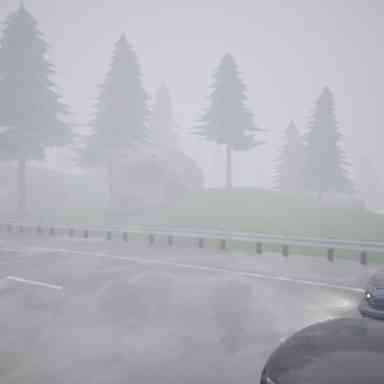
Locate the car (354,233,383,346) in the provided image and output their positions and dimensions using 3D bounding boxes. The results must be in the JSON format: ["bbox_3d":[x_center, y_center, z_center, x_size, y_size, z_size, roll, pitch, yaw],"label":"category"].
[{"bbox_3d":[5.249,1.537,4.352,5.357,1.411,2.033,0,0,36],"label":"car"}]

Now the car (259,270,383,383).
[{"bbox_3d":[2.746,1.486,1.734,4.902,1.511,2.128,0,0,36],"label":"car"}]
